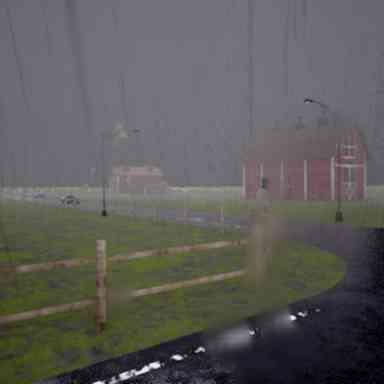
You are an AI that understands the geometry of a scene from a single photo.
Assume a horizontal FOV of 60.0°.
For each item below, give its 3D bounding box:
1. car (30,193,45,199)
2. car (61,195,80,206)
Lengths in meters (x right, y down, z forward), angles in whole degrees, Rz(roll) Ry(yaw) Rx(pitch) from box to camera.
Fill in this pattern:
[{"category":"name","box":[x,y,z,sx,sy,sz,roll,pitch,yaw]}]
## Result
[{"category":"car","box":[-36.943,0.963,80.431,1.837,1.490,4.892,-2,1,-36]},{"category":"car","box":[-18.372,1.200,50.153,1.837,1.490,4.892,-2,1,-36]}]
